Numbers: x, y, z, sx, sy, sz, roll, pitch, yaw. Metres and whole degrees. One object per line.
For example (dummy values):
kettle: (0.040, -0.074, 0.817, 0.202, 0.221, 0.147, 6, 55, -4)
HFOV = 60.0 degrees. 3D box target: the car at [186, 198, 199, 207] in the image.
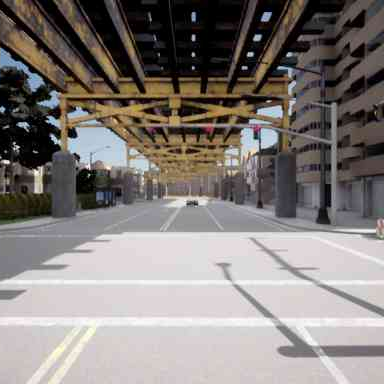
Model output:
car: (0.053, 1.588, 52.214, 1.895, 1.301, 4.718, 0, 0, 0)
